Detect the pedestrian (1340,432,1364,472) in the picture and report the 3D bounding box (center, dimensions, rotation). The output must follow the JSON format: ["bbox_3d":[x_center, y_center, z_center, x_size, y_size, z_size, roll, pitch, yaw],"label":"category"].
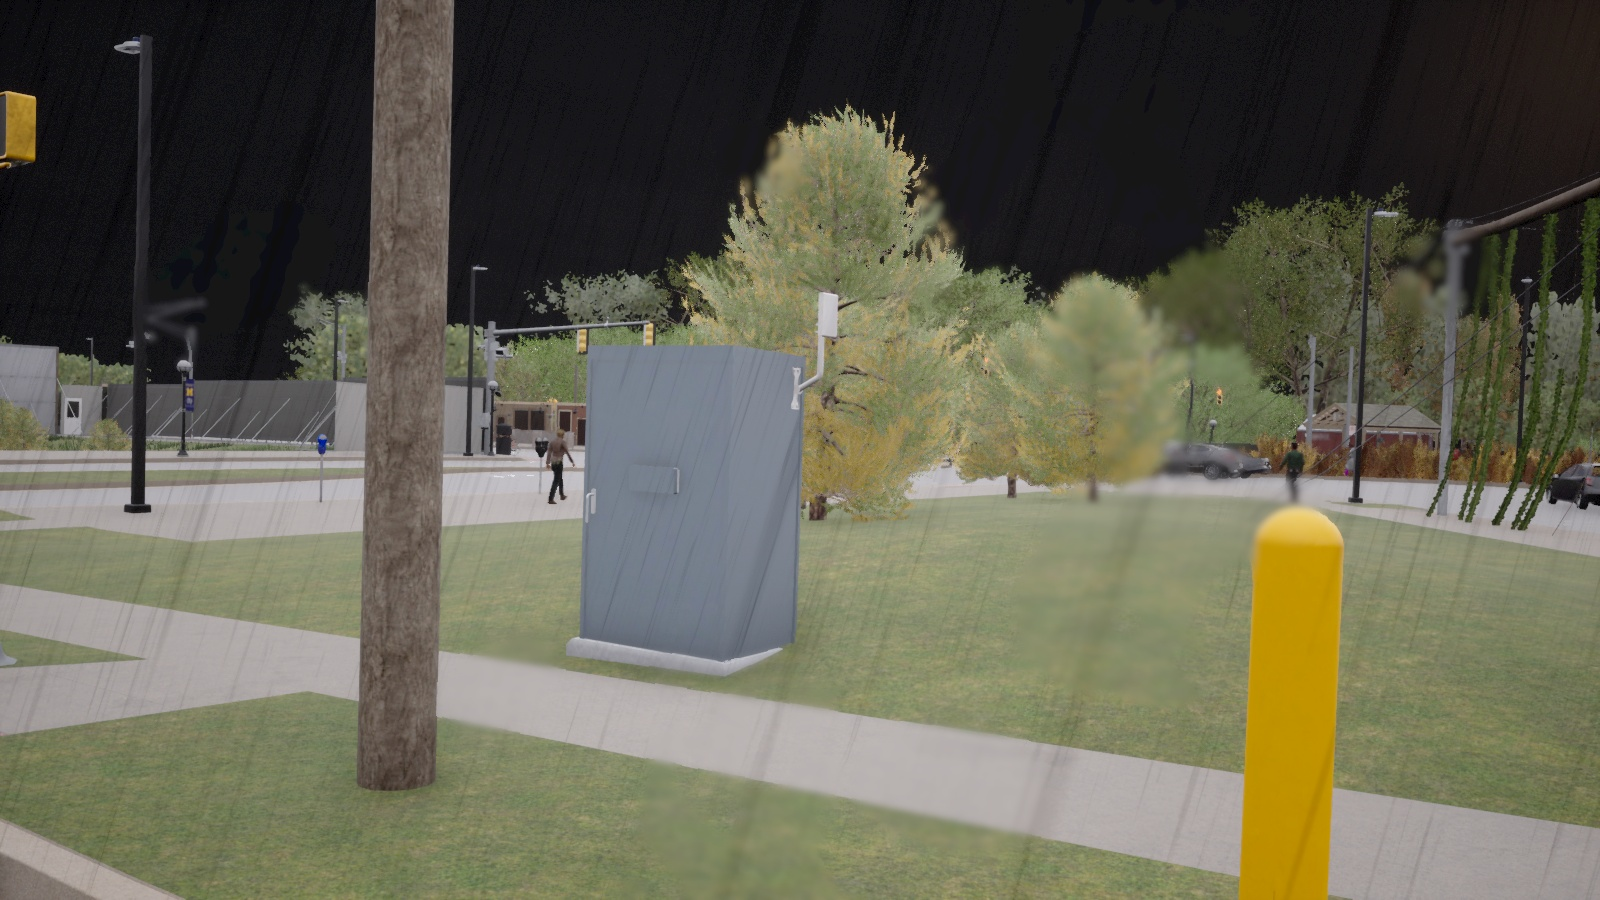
[{"bbox_3d":[27.297,0.085,62.108,0.873,1.952,0.659,2,2,40],"label":"pedestrian"}]

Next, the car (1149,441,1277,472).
[{"bbox_3d":[19.501,0.293,59.383,5.357,1.411,2.033,0,1,34],"label":"car"}]

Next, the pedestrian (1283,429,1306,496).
[{"bbox_3d":[14.712,0.372,37.387,0.423,1.949,0.788,1,2,8],"label":"pedestrian"}]

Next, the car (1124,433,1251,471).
[{"bbox_3d":[17.392,0.084,56.400,5.027,1.651,2.152,0,1,34],"label":"car"}]

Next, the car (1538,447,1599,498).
[{"bbox_3d":[26.466,0.730,42.092,1.845,1.501,3.633,1,2,11],"label":"car"}]

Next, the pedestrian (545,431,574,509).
[{"bbox_3d":[-5.776,0.475,30.129,0.331,1.846,0.634,2,2,31],"label":"pedestrian"}]
